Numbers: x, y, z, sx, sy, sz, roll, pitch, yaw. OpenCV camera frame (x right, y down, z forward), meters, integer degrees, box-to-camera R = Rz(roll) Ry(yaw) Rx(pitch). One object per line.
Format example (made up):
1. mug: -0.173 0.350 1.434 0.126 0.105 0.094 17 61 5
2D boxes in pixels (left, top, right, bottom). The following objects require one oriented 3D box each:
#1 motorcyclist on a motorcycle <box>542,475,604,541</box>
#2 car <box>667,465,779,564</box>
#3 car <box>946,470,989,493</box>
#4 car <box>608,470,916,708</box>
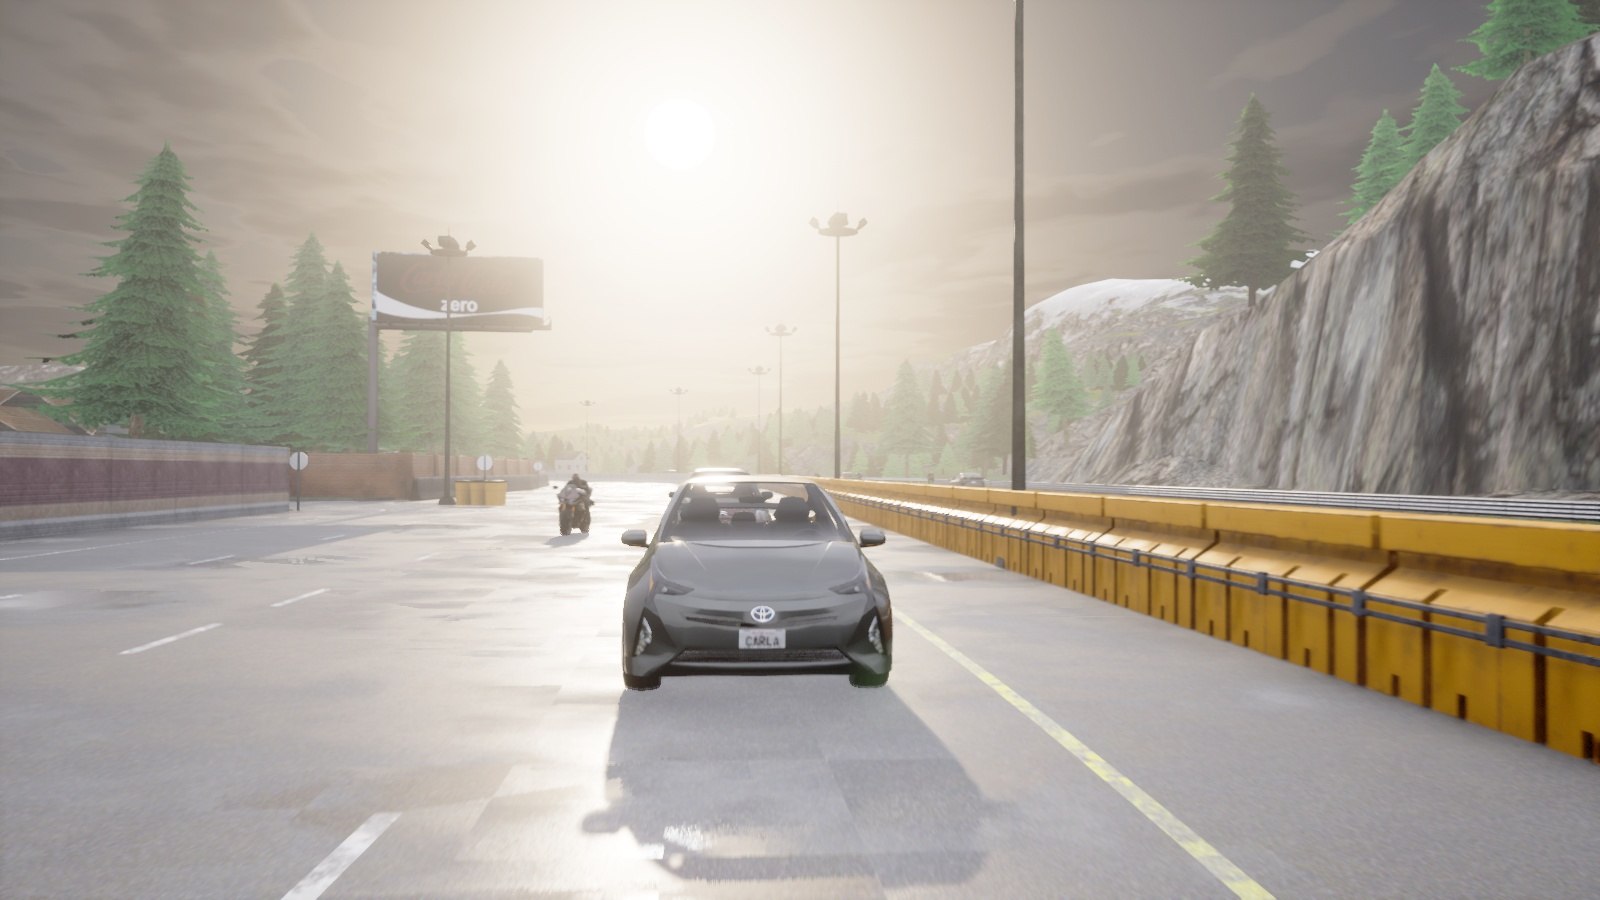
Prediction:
1. motorcyclist on a motorcycle: -5.475 1.384 30.487 0.866 1.530 2.191 1 -1 6
2. car: -1.437 1.100 22.780 1.851 1.617 3.988 0 -1 -5
3. car: 11.410 2.151 85.914 2.007 1.525 4.514 0 -1 -4
4. car: -0.414 0.938 10.450 2.007 1.525 4.514 0 -1 -4
